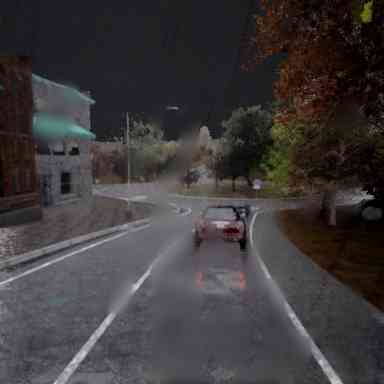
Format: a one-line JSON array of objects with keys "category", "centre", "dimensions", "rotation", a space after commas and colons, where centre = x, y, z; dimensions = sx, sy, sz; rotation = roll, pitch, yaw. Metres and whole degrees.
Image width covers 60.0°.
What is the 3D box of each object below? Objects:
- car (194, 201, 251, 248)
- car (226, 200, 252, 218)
[{"category": "car", "centre": [1.367, 1.354, 15.113], "dimensions": [2.097, 1.767, 4.553], "rotation": [1, 0, 7]}, {"category": "car", "centre": [4.499, 1.529, 31.505], "dimensions": [1.895, 1.301, 4.718], "rotation": [1, 3, 14]}]
